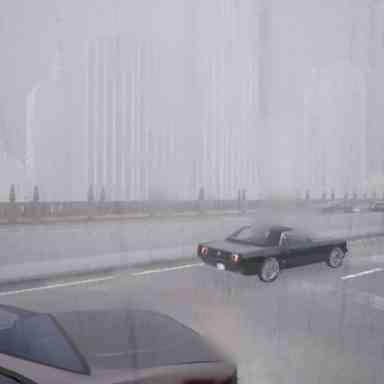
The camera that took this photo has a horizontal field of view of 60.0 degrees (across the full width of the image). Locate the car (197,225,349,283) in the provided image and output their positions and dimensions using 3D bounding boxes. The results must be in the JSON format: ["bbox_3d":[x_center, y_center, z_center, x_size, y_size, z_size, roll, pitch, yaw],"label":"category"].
[{"bbox_3d":[2.567,1.642,9.811,4.718,1.301,1.895,0,0,-35],"label":"car"}]

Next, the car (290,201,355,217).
[{"bbox_3d":[8.696,1.612,22.702,4.892,1.490,1.837,0,0,-34],"label":"car"}]

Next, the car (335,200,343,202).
[{"bbox_3d":[15.429,1.681,35.637,4.892,1.490,1.837,0,0,-34],"label":"car"}]

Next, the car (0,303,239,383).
[{"bbox_3d":[-2.123,1.544,2.239,5.357,1.411,2.033,0,0,-35],"label":"car"}]

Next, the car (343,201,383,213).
[{"bbox_3d":[17.636,1.669,32.902,4.902,1.511,2.128,0,0,-34],"label":"car"}]
